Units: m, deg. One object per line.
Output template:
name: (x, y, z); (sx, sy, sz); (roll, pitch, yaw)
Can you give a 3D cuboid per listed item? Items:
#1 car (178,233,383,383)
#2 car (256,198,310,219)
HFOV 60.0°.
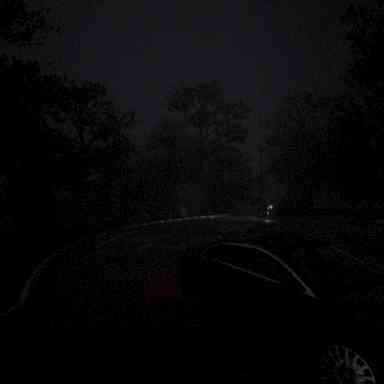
car: (1.549, 1.479, 5.146); (2.128, 1.511, 4.902); (-1, 0, -32)
car: (7.788, 1.285, 28.631); (4.553, 1.767, 2.097); (0, 0, -23)
